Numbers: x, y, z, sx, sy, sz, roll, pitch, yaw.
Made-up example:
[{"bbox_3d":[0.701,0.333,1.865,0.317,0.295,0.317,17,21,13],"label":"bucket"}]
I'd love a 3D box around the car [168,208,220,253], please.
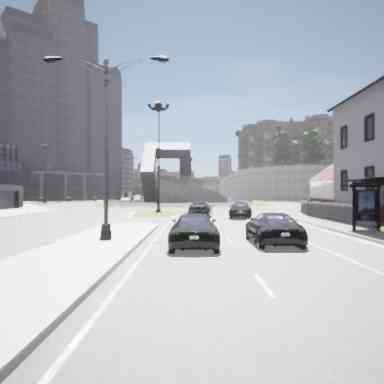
[{"bbox_3d":[0.084,1.597,13.871,1.994,1.385,4.181,0,0,0],"label":"car"}]

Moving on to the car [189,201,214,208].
[{"bbox_3d":[0.827,1.575,29.635,1.837,1.490,4.892,-1,0,8],"label":"car"}]

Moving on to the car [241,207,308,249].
[{"bbox_3d":[3.587,1.599,14.743,1.994,1.385,4.181,0,0,0],"label":"car"}]

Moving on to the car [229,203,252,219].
[{"bbox_3d":[4.428,1.635,29.911,1.994,1.385,4.181,0,0,10],"label":"car"}]
